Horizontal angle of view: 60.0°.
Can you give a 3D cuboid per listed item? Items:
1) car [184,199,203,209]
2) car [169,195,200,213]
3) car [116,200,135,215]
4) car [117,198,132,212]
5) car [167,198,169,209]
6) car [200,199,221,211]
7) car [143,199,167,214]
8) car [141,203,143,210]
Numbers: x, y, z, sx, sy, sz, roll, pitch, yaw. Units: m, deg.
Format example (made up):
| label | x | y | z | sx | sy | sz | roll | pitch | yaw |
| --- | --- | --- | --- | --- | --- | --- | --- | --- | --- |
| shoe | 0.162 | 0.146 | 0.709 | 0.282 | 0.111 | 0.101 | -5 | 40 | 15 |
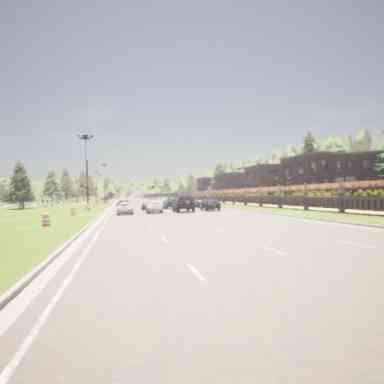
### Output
| label | x | y | z | sx | sy | sz | roll | pitch | yaw |
| --- | --- | --- | --- | --- | --- | --- | --- | --- | --- |
| car | 0.176 | 1.762 | 51.793 | 1.994 | 1.385 | 4.181 | -2 | 0 | -12 |
| car | -1.060 | 1.420 | 40.800 | 2.150 | 2.045 | 5.566 | -2 | 0 | -12 |
| car | -8.003 | 1.966 | 39.884 | 1.812 | 1.442 | 4.674 | -2 | 0 | -11 |
| car | -10.096 | 1.904 | 49.614 | 2.097 | 1.767 | 4.553 | -2 | 0 | -12 |
| car | -3.249 | 1.668 | 51.048 | 2.097 | 1.767 | 4.553 | -2 | 0 | -12 |
| car | 2.265 | 1.578 | 42.039 | 2.128 | 1.511 | 4.902 | -2 | 0 | -11 |
| car | -4.582 | 1.848 | 40.607 | 1.812 | 1.442 | 4.674 | -2 | 0 | -11 |
| car | -6.676 | 2.035 | 50.389 | 1.895 | 1.301 | 4.718 | -2 | 0 | -12 |
